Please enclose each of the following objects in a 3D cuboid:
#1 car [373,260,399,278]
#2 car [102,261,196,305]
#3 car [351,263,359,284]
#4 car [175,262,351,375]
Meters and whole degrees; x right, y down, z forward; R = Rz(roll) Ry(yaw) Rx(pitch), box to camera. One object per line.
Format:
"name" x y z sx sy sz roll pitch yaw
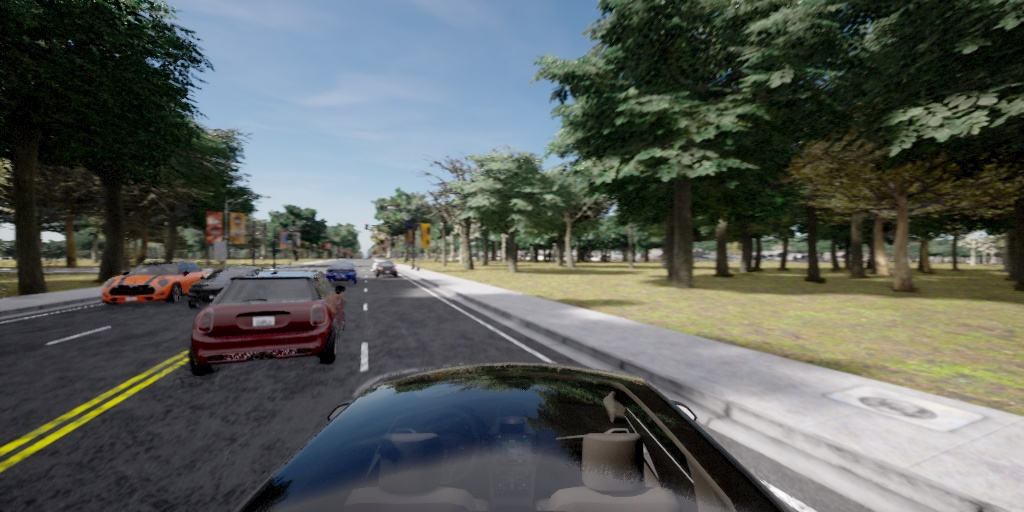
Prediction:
"car" -11.738 1.228 33.503 1.812 1.442 4.674 0 0 -22
"car" -15.246 1.031 15.660 2.097 1.767 4.553 0 0 -22
"car" -12.138 1.175 25.832 1.882 1.535 5.008 0 0 -22
"car" -4.844 1.080 7.822 2.097 1.767 4.553 0 0 -22
